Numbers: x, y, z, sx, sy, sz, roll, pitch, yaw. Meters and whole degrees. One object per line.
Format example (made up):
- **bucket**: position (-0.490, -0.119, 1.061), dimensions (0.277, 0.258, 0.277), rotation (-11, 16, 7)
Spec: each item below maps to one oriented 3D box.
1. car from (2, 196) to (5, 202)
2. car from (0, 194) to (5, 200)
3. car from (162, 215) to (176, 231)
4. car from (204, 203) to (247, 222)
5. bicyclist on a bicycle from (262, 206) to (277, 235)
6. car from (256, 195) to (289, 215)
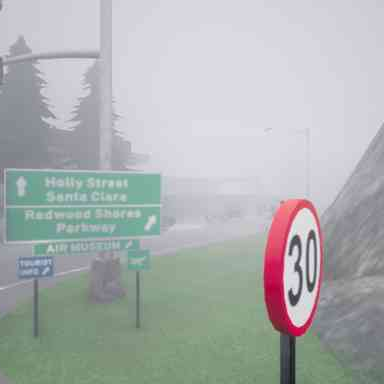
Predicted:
- **car**: position (-12.266, 1.500, 26.086), dimensions (1.905, 1.878, 3.866), rotation (0, 0, 35)
- **car**: position (-38.316, 1.475, 70.119), dimensions (4.514, 1.523, 2.007), rotation (0, 0, 35)
- **car**: position (-3.145, 1.790, 20.044), dimensions (1.895, 1.301, 4.718), rotation (0, 0, 36)
- **car**: position (2.902, 1.680, 28.298), dimensions (2.128, 1.511, 4.902), rotation (0, 0, 36)
- **bicyclist on a bicycle**: position (4.672, 1.642, 18.706), dimensions (1.656, 1.620, 0.582), rotation (0, 0, 36)
- **car**: position (9.026, 1.410, 36.639), dimensions (2.150, 2.045, 5.566), rotation (0, 0, 36)
